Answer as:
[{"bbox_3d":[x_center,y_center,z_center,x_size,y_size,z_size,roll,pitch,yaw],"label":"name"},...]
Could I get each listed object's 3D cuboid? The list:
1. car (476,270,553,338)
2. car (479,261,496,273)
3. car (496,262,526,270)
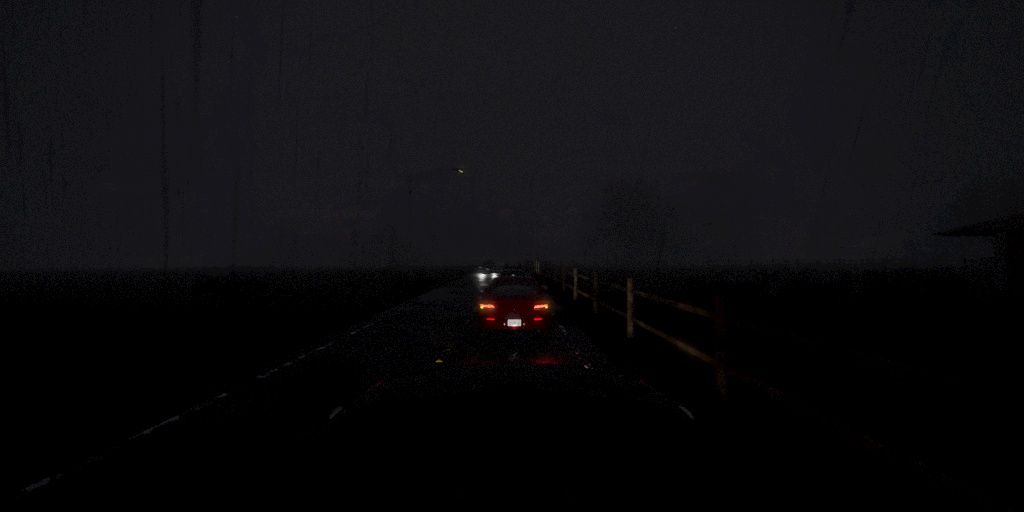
[{"bbox_3d":[0.068,1.276,10.045,1.812,1.442,4.674,0,0,0],"label":"car"},{"bbox_3d":[-2.793,1.299,42.947,1.837,1.490,4.892,0,-1,0],"label":"car"},{"bbox_3d":[0.084,1.256,29.365,2.128,1.511,4.902,0,0,0],"label":"car"}]
